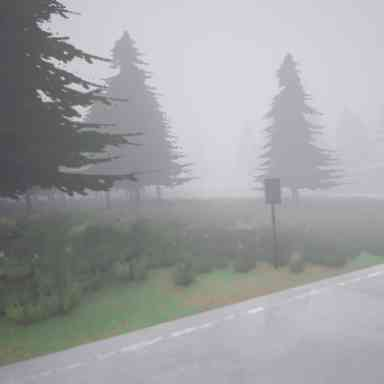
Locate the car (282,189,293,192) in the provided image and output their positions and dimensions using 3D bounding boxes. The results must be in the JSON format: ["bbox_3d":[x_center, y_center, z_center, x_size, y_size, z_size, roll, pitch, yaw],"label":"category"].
[{"bbox_3d":[11.419,0.075,43.190,1.895,1.301,4.718,-7,4,-43],"label":"car"}]
